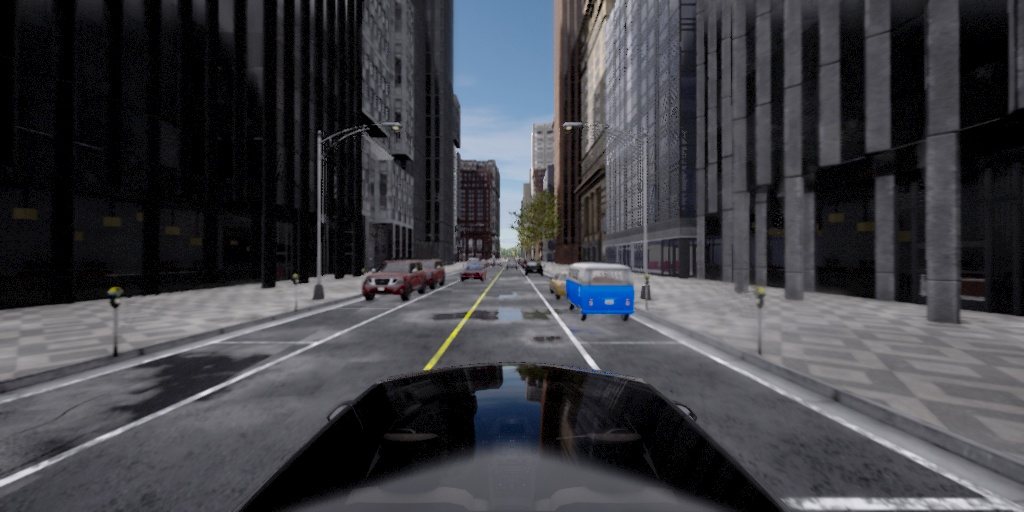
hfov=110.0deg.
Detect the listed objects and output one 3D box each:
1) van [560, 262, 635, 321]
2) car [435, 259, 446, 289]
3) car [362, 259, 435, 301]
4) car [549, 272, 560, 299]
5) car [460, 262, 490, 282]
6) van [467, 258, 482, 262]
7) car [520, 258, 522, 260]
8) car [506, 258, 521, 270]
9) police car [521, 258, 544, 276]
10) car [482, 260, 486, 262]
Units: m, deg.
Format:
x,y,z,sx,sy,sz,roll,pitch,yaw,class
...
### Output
x,y,z,sx,sy,sz,roll,pitch,yaw,class
2.855,1.130,12.378,1.690,1.789,3.998,0,0,0,van
-5.674,1.136,23.679,2.192,1.841,5.009,0,0,0,car
-5.672,1.121,18.038,2.192,1.841,5.009,0,0,0,car
2.854,1.331,18.190,1.751,1.417,4.829,0,0,0,car
-3.103,1.436,29.663,1.895,1.301,4.718,0,0,0,car
-5.680,1.239,51.871,1.690,1.789,3.998,0,0,0,van
2.843,1.259,63.136,2.192,1.841,5.009,0,0,0,car
-0.013,1.467,57.587,2.033,1.411,5.357,0,0,0,car
2.357,1.283,39.273,1.930,1.638,5.238,0,0,0,police car
-5.681,1.485,57.509,1.948,1.339,4.313,0,0,0,car
